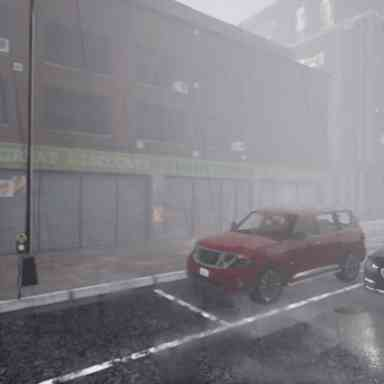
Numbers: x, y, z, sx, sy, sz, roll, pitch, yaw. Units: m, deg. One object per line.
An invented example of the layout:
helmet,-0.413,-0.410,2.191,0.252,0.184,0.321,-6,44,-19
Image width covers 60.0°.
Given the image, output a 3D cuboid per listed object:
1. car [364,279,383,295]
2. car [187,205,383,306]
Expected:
car,5.775,1.459,7.494,4.902,1.511,2.128,0,0,-35
car,2.299,1.291,8.178,5.009,1.841,2.192,0,1,-35
